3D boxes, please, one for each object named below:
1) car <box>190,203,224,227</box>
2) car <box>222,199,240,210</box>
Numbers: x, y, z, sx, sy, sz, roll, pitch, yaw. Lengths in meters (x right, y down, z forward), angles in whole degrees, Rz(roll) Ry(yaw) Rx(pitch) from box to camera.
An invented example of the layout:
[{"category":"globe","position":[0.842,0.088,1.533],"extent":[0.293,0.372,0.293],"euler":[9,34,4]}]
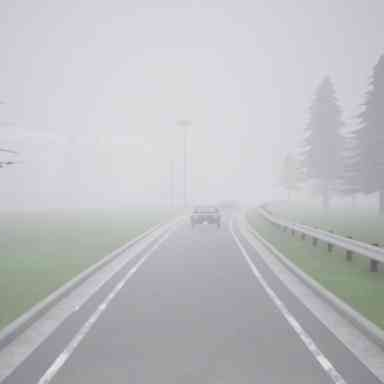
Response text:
[{"category":"car","position":[1.033,1.598,22.675],"extent":[1.895,1.301,4.718],"euler":[0,0,5]},{"category":"car","position":[4.916,1.594,42.576],"extent":[1.895,1.301,4.718],"euler":[0,0,18]}]
